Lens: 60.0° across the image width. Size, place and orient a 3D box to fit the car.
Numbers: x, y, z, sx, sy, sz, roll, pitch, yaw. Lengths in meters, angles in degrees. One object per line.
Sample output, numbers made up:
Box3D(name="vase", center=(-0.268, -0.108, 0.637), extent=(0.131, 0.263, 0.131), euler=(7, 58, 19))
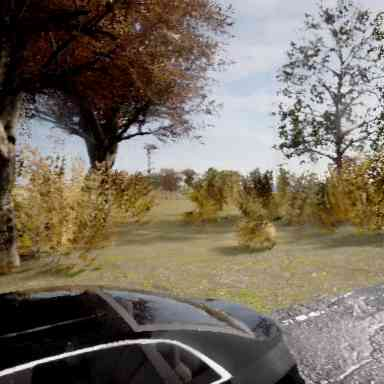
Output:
Box3D(name="car", center=(-1.393, 1.496, 1.902), extent=(4.892, 1.490, 1.837), euler=(0, 0, -35))
